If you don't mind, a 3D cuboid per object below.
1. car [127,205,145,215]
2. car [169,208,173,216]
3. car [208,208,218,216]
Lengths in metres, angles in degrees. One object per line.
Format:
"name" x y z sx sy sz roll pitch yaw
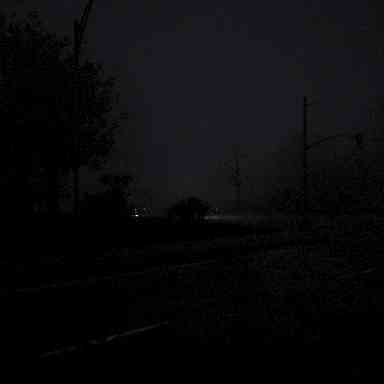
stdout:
"car" -9.914 3.115 58.439 2.097 1.767 4.553 0 -3 -33
"car" -0.941 2.099 37.699 2.128 1.511 4.902 0 -3 -33
"car" 1.158 2.287 40.913 1.895 1.301 4.718 0 -3 -33
